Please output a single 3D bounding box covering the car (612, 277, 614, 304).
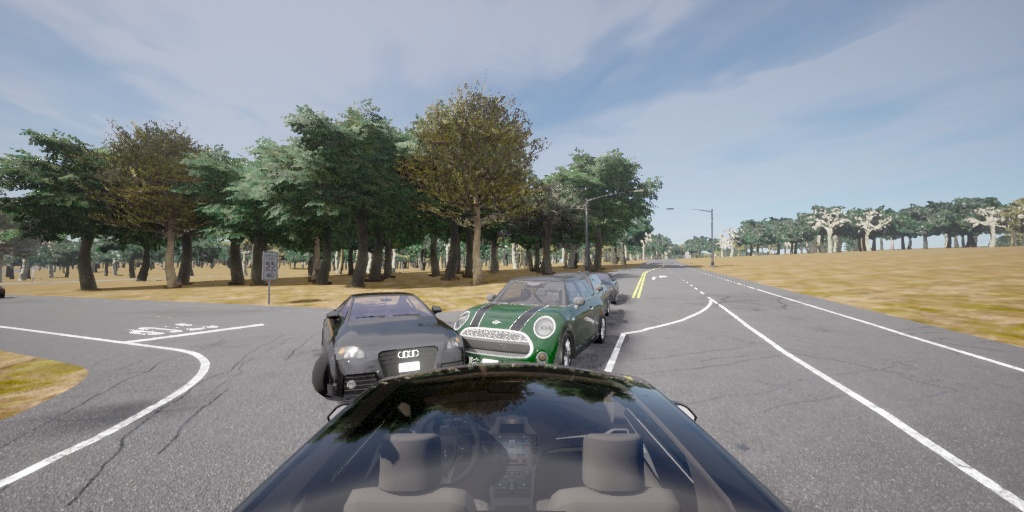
[{"bbox_3d":[2.026,1.344,12.117,2.097,1.767,4.553,-1,-1,21],"label":"car"}]

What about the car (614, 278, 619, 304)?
[{"bbox_3d":[4.220,1.509,17.843,1.994,1.385,4.181,-1,0,19],"label":"car"}]

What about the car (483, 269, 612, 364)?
[{"bbox_3d":[0.619,1.218,7.804,2.097,1.767,4.553,-1,-2,26],"label":"car"}]

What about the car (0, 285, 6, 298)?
[{"bbox_3d":[-40.858,2.562,27.364,4.181,1.385,1.994,-2,-3,22],"label":"car"}]

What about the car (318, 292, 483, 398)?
[{"bbox_3d":[-2.353,1.376,6.599,1.994,1.385,4.181,1,-2,-29],"label":"car"}]
